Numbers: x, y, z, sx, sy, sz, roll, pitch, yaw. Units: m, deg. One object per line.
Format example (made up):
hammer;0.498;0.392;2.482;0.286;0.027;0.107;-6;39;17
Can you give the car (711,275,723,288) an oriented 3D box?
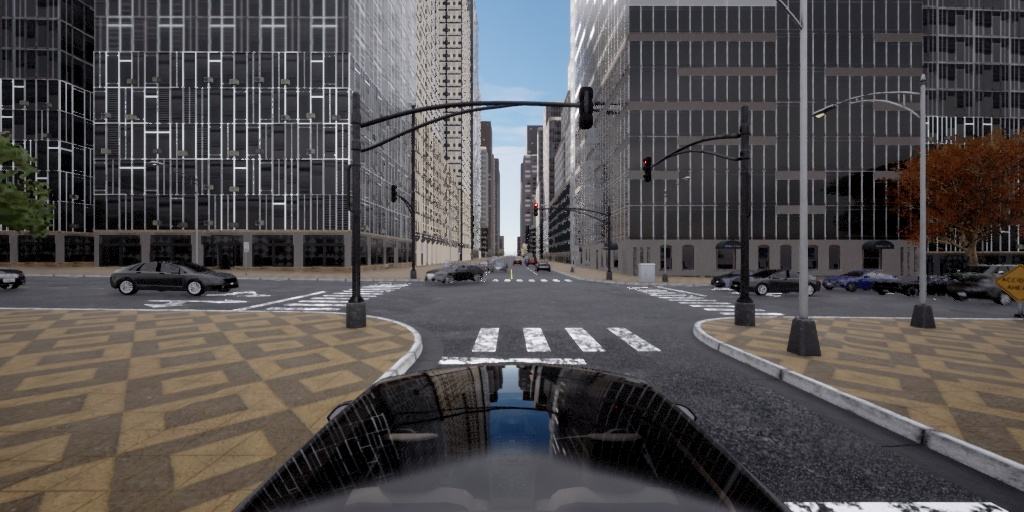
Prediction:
car;16.160;1.629;24.839;4.181;1.385;1.994;1;0;-3

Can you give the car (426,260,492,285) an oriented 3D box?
car;-4.081;1.256;26.216;2.128;1.511;4.902;1;0;37

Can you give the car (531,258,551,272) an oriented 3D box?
car;3.907;1.329;45.974;1.948;1.339;4.313;0;0;0

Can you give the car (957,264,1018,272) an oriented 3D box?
car;34.189;1.610;25.680;5.566;2.045;2.150;1;0;-3

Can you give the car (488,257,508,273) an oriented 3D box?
car;-1.546;1.256;43.462;2.128;1.511;4.902;0;0;0

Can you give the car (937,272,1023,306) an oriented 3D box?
car;25.575;1.742;18.567;4.892;1.490;1.837;1;0;-3

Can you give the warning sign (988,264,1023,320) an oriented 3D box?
warning sign;17.270;1.204;12.178;1.060;1.860;1.300;0;0;-3

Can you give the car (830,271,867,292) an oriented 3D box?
car;24.561;1.741;25.232;4.674;1.442;1.812;1;0;-3

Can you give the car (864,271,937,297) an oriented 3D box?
car;25.033;1.826;22.004;4.718;1.301;1.895;1;0;-2

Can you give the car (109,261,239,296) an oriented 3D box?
car;-15.512;0.995;16.649;4.892;1.490;1.837;1;0;-3

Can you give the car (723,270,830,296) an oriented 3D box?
car;15.789;1.564;21.579;4.892;1.490;1.837;1;0;-4

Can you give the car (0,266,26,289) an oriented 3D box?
car;-25.296;0.802;16.194;4.902;1.511;2.128;1;0;-3
